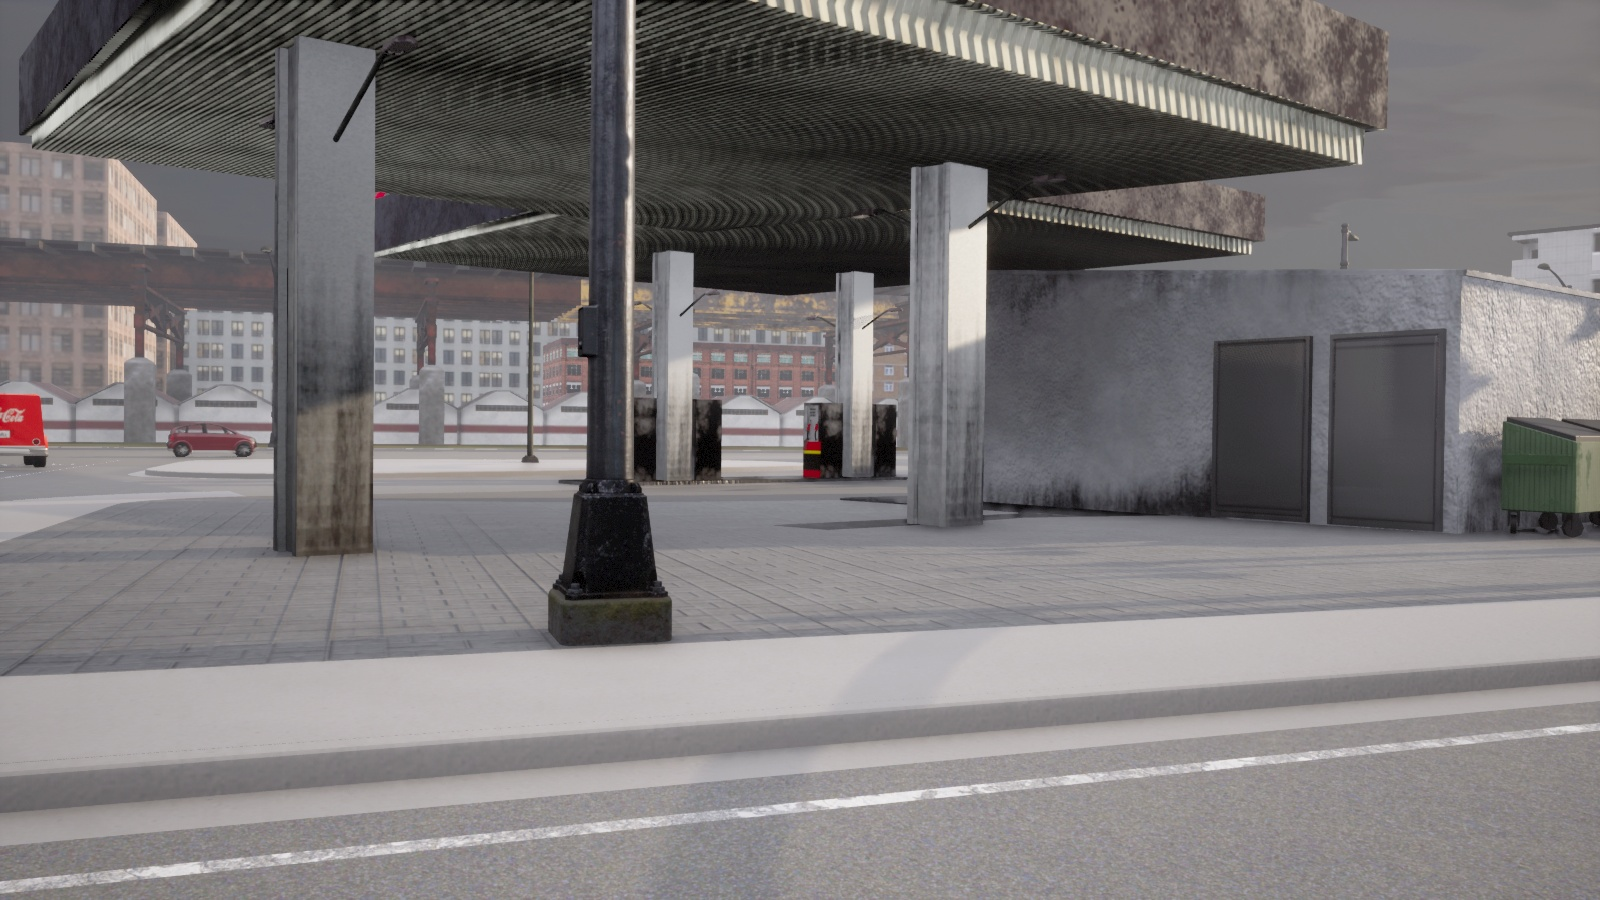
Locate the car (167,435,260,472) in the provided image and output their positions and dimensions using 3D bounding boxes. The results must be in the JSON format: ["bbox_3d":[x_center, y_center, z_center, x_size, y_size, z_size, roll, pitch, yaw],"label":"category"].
[{"bbox_3d":[-26.409,0.142,56.547,3.705,1.549,1.789,-1,1,-27],"label":"car"}]

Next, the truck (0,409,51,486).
[{"bbox_3d":[-27.017,-0.088,42.456,2.627,2.467,5.204,-1,1,-34],"label":"truck"}]
